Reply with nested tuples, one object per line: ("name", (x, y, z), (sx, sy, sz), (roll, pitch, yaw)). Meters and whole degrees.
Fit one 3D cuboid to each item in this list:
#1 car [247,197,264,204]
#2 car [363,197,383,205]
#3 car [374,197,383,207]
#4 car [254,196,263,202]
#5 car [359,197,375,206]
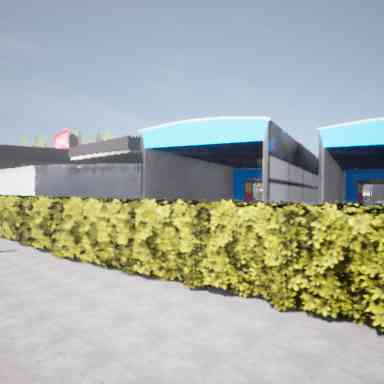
("car", (15.531, 2.084, 81.015), (2.007, 1.523, 4.514), (0, -1, 45))
("car", (28.636, 2.033, 52.591), (1.845, 1.501, 3.633), (0, -1, 45))
("car", (39.237, 2.044, 68.237), (1.932, 1.855, 4.605), (0, -1, 45))
("car", (13.336, 1.769, 69.035), (1.932, 1.855, 4.605), (0, -1, 45))
("car", (36.895, 2.012, 70.005), (1.905, 1.878, 3.866), (0, -1, 45))
